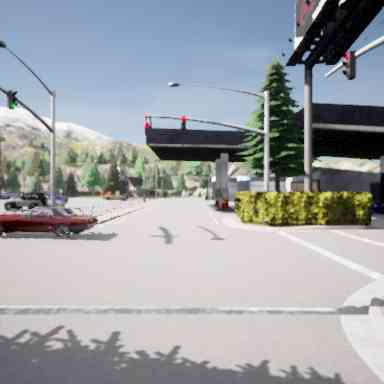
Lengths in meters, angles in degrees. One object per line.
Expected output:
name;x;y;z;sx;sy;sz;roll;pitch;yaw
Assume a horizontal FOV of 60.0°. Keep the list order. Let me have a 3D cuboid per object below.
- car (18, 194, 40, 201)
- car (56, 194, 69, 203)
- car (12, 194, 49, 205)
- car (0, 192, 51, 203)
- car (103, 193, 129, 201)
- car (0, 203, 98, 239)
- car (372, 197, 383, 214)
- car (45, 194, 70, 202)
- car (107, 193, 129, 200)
car;-35.062;1.091;71.466;3.806;1.475;1.970;0;0;0
car;-16.162;1.208;37.162;3.806;1.475;1.970;0;0;0
car;-23.995;1.094;49.539;4.514;1.523;2.007;0;0;0
car;-16.755;0.938;33.833;3.866;1.878;1.905;0;0;0
car;-16.396;1.037;71.418;5.027;1.636;2.152;0;0;0
car;-6.865;1.336;15.125;4.718;1.301;1.895;1;0;0
car;17.248;1.342;33.469;2.242;1.667;4.611;0;0;0
car;-24.006;1.075;59.532;3.633;1.501;1.845;0;0;0
car;-16.465;1.033;74.555;4.514;1.523;2.007;0;0;0
